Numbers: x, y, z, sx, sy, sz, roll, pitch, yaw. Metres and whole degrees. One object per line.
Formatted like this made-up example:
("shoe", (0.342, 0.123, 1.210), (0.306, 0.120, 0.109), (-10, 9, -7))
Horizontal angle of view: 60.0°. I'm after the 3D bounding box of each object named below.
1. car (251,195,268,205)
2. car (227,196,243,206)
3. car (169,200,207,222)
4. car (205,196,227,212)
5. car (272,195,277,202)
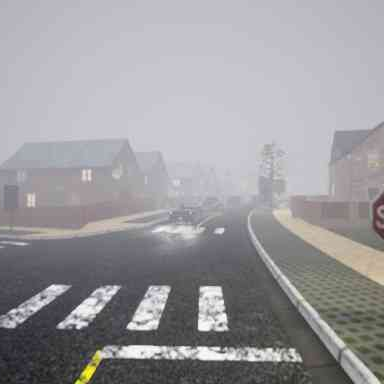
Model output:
("car", (11.411, 1.196, 56.219), (2.097, 1.767, 4.553), (0, 0, 23))
("car", (6.640, 1.362, 51.823), (1.882, 1.535, 5.008), (0, 0, 20))
("car", (-0.352, 1.575, 25.953), (1.895, 1.301, 4.718), (0, 0, 12))
("car", (2.284, 1.296, 37.712), (2.097, 1.767, 4.553), (0, 0, 15))
("car", (15.346, 1.296, 65.423), (1.837, 1.490, 4.892), (0, 0, 27))
